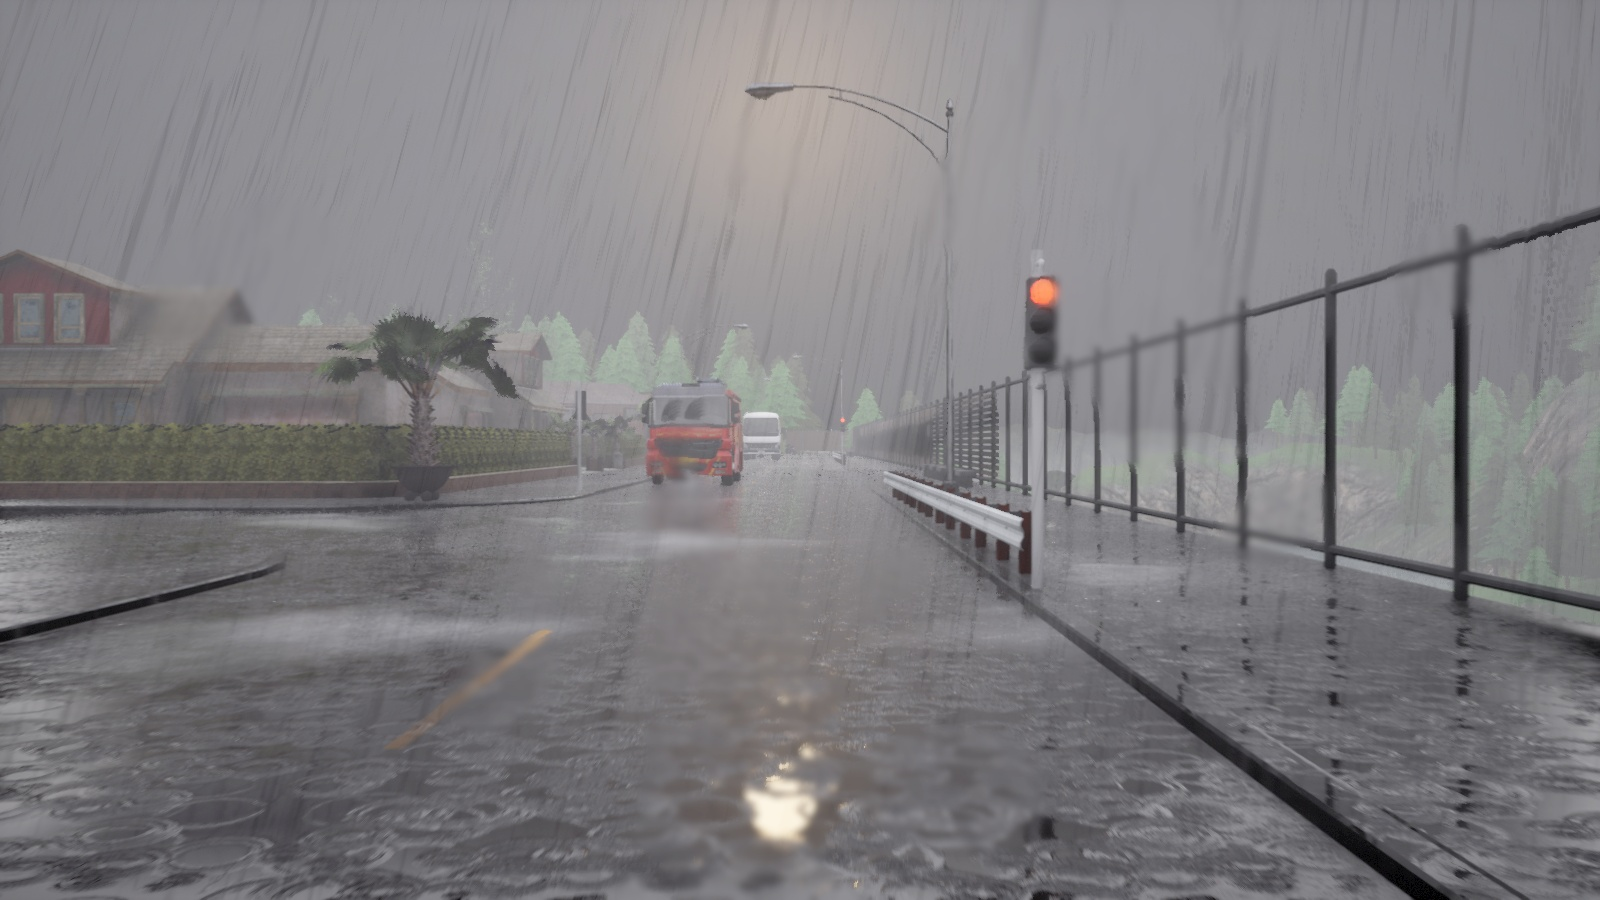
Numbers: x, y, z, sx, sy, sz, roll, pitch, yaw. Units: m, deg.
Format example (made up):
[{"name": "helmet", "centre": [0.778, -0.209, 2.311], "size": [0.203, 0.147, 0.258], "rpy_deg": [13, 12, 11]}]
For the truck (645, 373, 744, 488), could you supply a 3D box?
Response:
[{"name": "truck", "centre": [-3.720, -0.682, 46.238], "size": [2.891, 3.827, 8.468], "rpy_deg": [0, 0, 0]}]
